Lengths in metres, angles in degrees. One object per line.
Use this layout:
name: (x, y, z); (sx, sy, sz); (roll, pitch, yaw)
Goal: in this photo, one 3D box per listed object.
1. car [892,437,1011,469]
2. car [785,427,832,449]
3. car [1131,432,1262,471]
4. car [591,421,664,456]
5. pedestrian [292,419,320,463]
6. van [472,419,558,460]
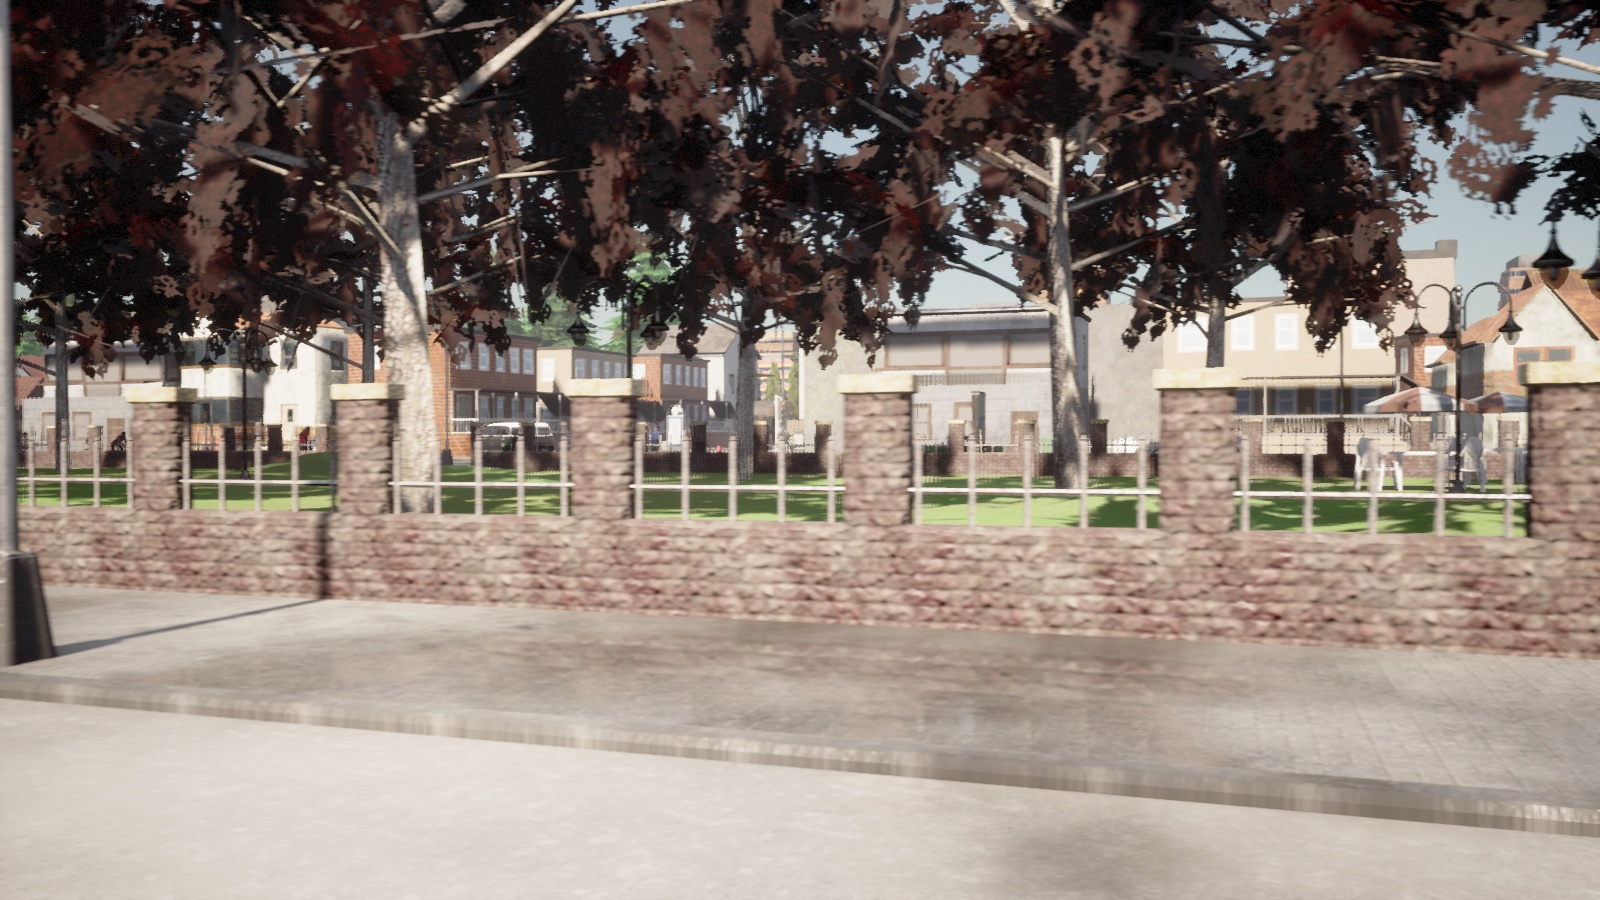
car: (6.455, 0.094, 53.539); (4.718, 1.301, 1.895); (1, 1, 19)
car: (0.704, -0.963, 98.108); (2.152, 1.651, 5.027); (1, 1, 19)
car: (15.890, 0.036, 50.349); (4.902, 1.511, 2.128); (1, 1, 19)
car: (-10.554, -0.733, 77.353); (2.150, 2.045, 5.566); (1, 1, 19)
pedestrian: (-20.870, -0.392, 53.050); (0.899, 1.844, 0.634); (1, 1, 19)
van: (-14.800, -0.553, 65.407); (2.069, 2.038, 4.480); (2, 1, 24)
